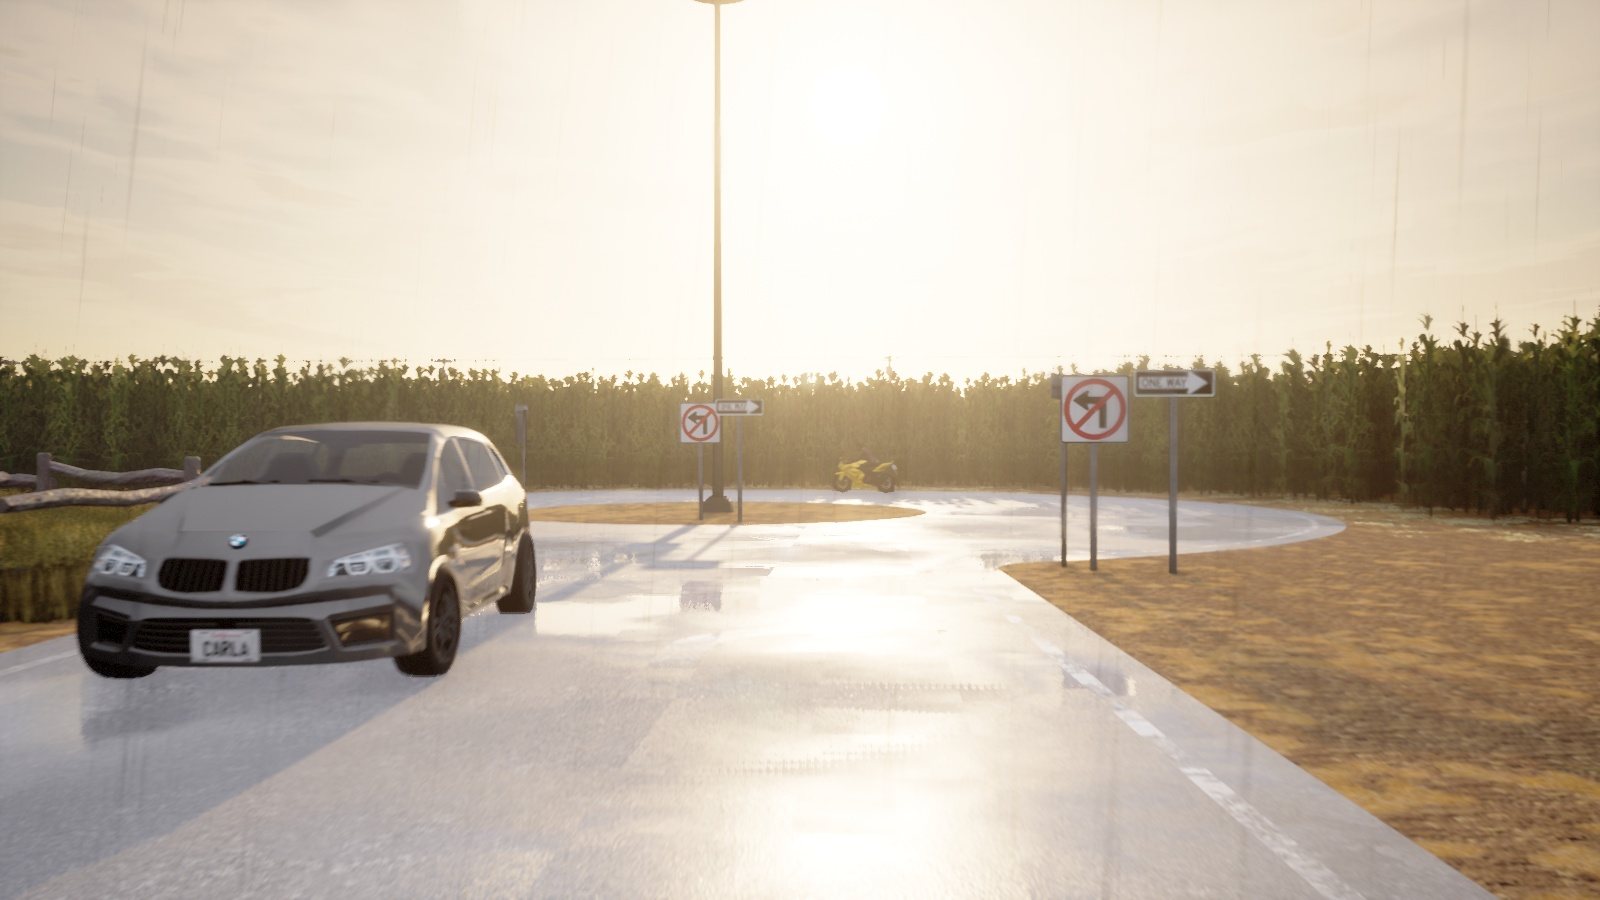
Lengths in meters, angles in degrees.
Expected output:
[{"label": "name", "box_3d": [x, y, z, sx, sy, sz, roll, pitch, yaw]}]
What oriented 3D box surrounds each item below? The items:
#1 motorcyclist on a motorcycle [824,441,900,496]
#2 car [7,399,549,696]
[{"label": "motorcyclist on a motorcycle", "box_3d": [1.804, 0.523, 36.689, 2.044, 1.523, 0.797, 0, 2, 25]}, {"label": "car", "box_3d": [-3.396, 0.535, 9.381, 2.242, 1.667, 4.611, 0, 0, -2]}]
